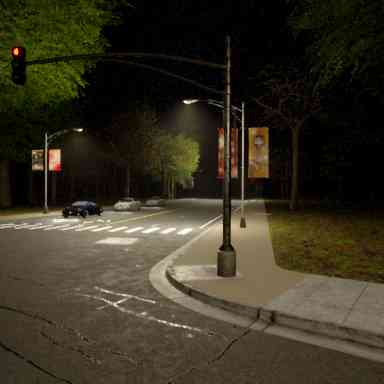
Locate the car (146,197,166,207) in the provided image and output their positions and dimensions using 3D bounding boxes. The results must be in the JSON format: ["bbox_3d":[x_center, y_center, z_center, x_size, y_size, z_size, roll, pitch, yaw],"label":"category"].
[{"bbox_3d":[-5.249,1.406,48.765,1.812,1.442,4.674,0,0,12],"label":"car"}]

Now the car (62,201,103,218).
[{"bbox_3d":[-9.439,1.488,28.921,1.994,1.385,4.181,0,0,13],"label":"car"}]

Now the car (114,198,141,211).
[{"bbox_3d":[-7.367,1.428,38.765,1.812,1.442,4.674,0,0,12],"label":"car"}]
